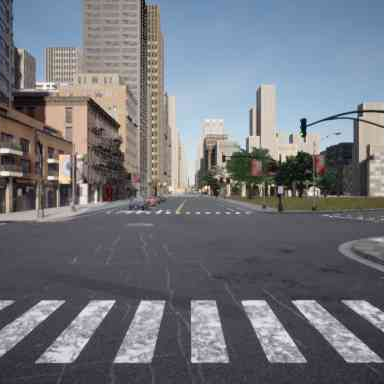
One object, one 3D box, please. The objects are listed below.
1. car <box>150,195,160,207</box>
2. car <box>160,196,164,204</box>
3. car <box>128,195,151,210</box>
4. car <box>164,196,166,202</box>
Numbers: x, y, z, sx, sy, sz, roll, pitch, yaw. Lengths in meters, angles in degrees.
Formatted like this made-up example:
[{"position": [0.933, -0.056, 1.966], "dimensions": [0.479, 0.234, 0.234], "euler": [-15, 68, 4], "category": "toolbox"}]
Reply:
[{"position": [-6.616, 1.294, 50.596], "dimensions": [2.097, 1.767, 4.553], "euler": [0, 0, 0], "category": "car"}, {"position": [-6.599, 1.491, 59.647], "dimensions": [1.994, 1.385, 4.181], "euler": [0, 0, 0], "category": "car"}, {"position": [-6.637, 1.483, 41.544], "dimensions": [1.812, 1.442, 4.674], "euler": [0, 0, 0], "category": "car"}, {"position": [-6.520, 1.501, 69.779], "dimensions": [1.895, 1.301, 4.718], "euler": [0, 0, 0], "category": "car"}]
